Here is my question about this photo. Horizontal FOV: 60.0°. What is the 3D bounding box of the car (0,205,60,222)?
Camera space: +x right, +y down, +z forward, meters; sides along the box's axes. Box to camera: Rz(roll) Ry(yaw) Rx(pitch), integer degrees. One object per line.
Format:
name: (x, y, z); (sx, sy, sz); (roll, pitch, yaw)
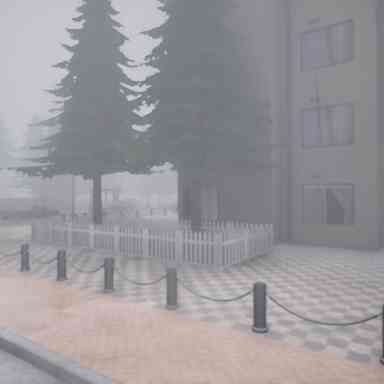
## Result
car: (-14.008, 1.762, 28.576); (1.895, 1.301, 4.718); (0, 0, 37)

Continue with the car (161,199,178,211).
car: (-2.125, 1.682, 44.239); (1.812, 1.442, 4.674); (0, 0, 37)

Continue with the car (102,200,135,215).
car: (-8.374, 1.650, 36.017); (2.128, 1.511, 4.902); (0, 0, 37)
